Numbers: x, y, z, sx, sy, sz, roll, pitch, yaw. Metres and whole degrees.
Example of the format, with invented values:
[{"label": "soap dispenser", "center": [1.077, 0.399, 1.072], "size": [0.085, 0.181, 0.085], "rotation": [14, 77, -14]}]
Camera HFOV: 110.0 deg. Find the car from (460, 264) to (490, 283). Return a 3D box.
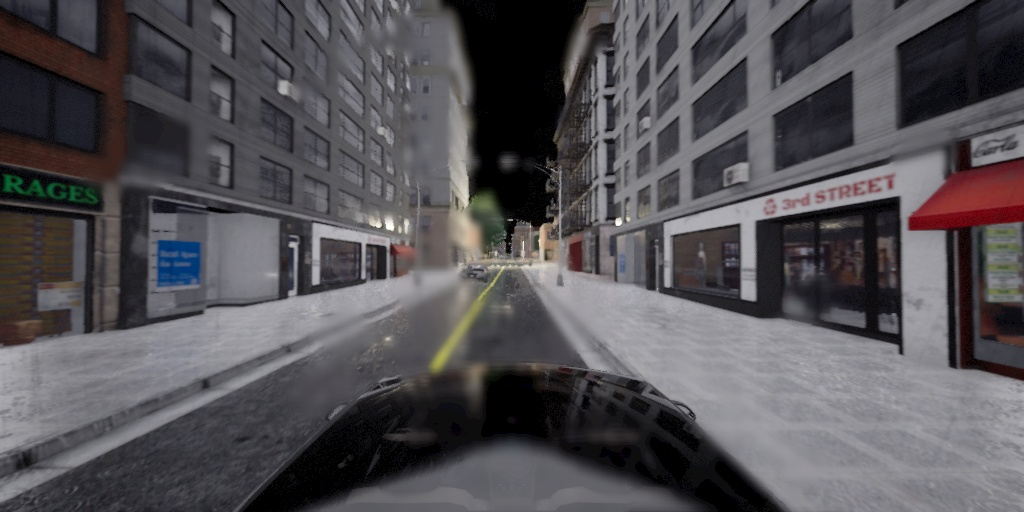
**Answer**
[{"label": "car", "center": [-2.772, 1.284, 27.542], "size": [1.994, 1.385, 4.181], "rotation": [0, 0, 1]}]
